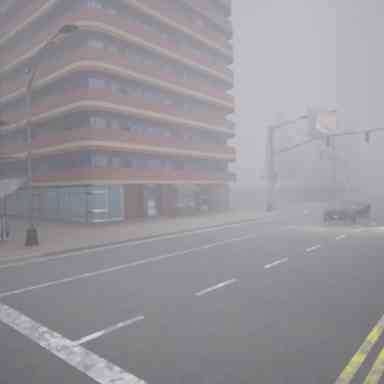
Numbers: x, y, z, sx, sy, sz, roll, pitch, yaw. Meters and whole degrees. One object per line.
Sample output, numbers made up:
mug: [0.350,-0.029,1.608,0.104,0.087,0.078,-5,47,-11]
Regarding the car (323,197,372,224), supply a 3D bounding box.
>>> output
car: [10.004,1.096,21.272,1.882,1.535,5.008,-1,1,41]
